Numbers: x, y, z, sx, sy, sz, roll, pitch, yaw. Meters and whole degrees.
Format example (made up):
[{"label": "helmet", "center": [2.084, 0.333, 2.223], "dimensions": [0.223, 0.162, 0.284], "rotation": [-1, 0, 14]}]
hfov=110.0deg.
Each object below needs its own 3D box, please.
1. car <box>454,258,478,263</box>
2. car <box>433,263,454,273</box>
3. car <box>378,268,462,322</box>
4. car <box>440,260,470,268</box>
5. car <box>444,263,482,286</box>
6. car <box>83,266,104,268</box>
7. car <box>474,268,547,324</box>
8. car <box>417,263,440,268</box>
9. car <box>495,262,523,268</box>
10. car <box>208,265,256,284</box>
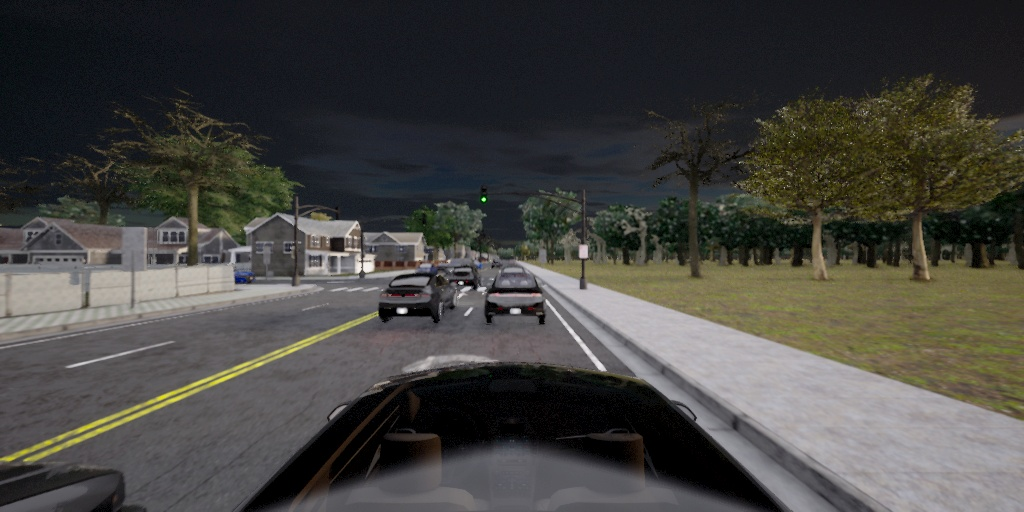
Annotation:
[{"label": "car", "center": [-6.601, 1.366, 52.371], "dimensions": [2.150, 2.045, 5.566], "rotation": [0, 0, 0]}, {"label": "car", "center": [-9.837, 1.690, 52.127], "dimensions": [2.033, 1.411, 5.357], "rotation": [0, 0, 0]}, {"label": "car", "center": [-3.147, 1.344, 12.692], "dimensions": [1.837, 1.490, 4.892], "rotation": [0, -1, 0]}, {"label": "car", "center": [-6.597, 1.559, 41.763], "dimensions": [2.128, 1.511, 4.902], "rotation": [0, 0, 0]}, {"label": "car", "center": [-3.151, 1.442, 24.679], "dimensions": [1.837, 1.490, 4.892], "rotation": [0, 0, 0]}, {"label": "car", "center": [-32.053, 1.533, 27.910], "dimensions": [4.674, 1.442, 1.812], "rotation": [0, 0, 0]}, {"label": "car", "center": [0.102, 1.327, 12.277], "dimensions": [2.128, 1.511, 4.902], "rotation": [0, -1, 0]}, {"label": "car", "center": [-9.848, 1.591, 41.515], "dimensions": [1.812, 1.442, 4.674], "rotation": [0, 0, 0]}, {"label": "car", "center": [0.084, 1.414, 24.629], "dimensions": [1.882, 1.535, 5.008], "rotation": [0, 0, 0]}, {"label": "car", "center": [-22.745, 1.469, 27.881], "dimensions": [5.008, 1.535, 1.882], "rotation": [0, 0, 0]}]
